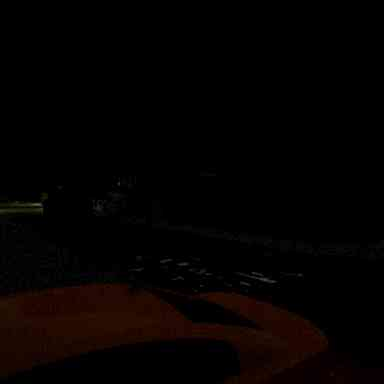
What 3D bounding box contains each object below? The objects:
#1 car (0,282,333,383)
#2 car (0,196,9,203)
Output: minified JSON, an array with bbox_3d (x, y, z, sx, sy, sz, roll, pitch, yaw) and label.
[{"bbox_3d":[-1.139,1.487,2.125,5.008,1.535,1.882,1,-1,-35],"label":"car"},{"bbox_3d":[-43.088,1.701,75.987,2.033,1.411,5.357,1,-1,-35],"label":"car"}]
